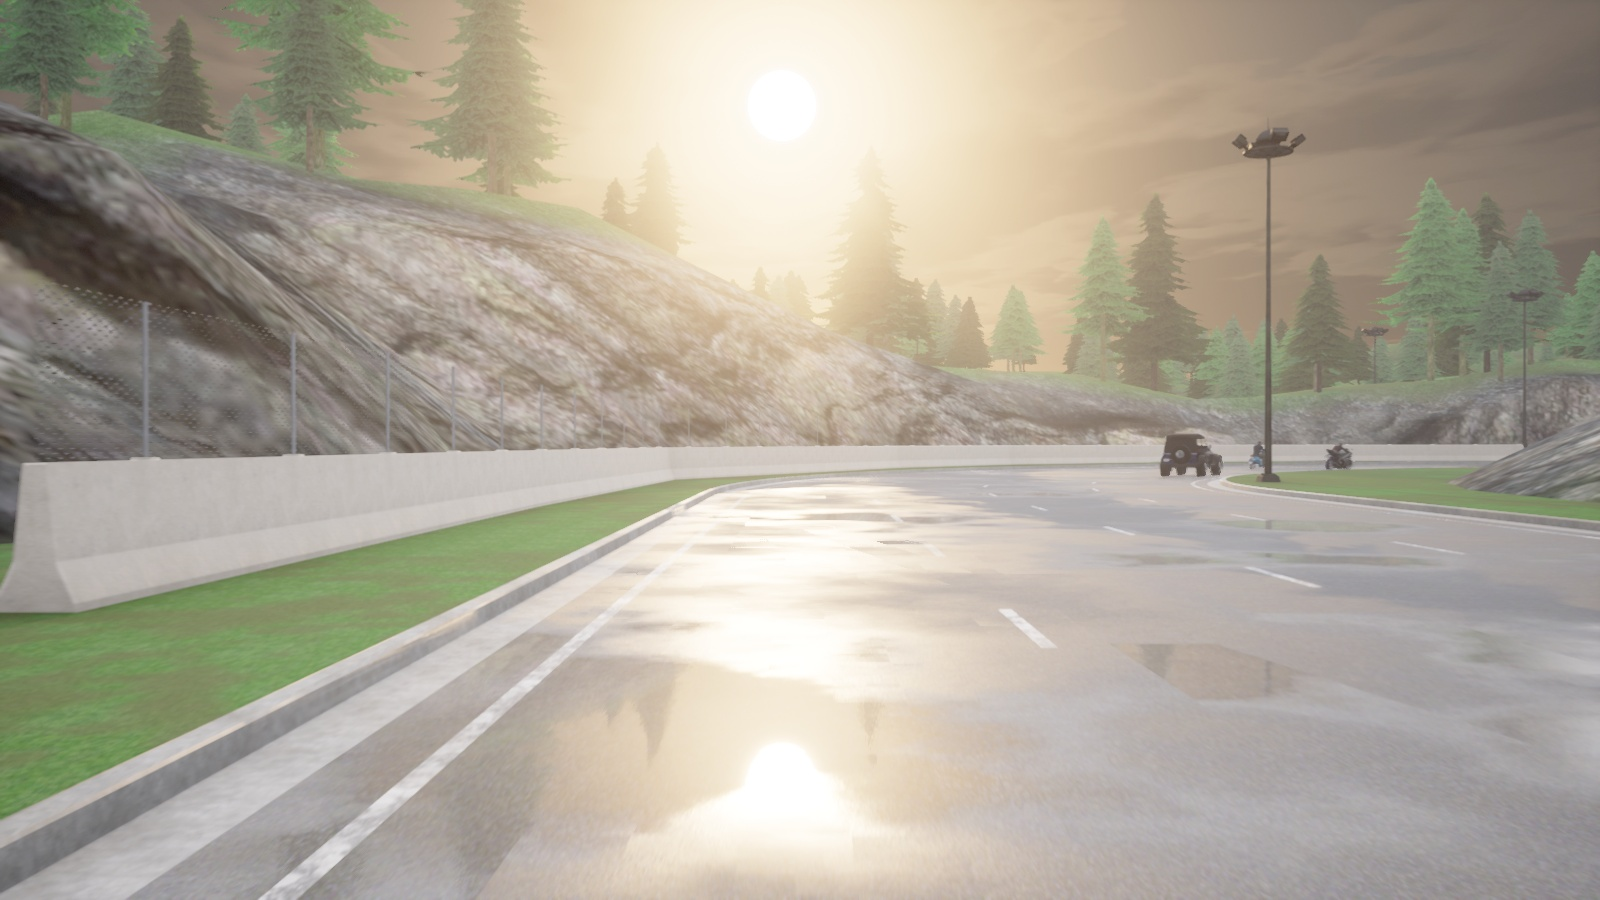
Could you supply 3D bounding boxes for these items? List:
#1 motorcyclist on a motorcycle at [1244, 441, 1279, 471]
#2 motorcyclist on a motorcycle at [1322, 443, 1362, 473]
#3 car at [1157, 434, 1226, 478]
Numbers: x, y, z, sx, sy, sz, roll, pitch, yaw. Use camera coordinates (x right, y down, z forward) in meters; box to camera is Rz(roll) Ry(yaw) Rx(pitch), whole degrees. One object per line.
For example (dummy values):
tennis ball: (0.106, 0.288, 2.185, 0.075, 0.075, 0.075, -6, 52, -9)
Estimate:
motorcyclist on a motorcycle: (25.153, 0.335, 68.396, 1.817, 1.590, 0.866, 0, 2, -35)
motorcyclist on a motorcycle: (28.807, 0.428, 66.757, 2.191, 1.530, 0.866, 0, 1, -32)
car: (17.402, 0.243, 55.744, 1.905, 1.878, 3.866, 0, 0, 34)
